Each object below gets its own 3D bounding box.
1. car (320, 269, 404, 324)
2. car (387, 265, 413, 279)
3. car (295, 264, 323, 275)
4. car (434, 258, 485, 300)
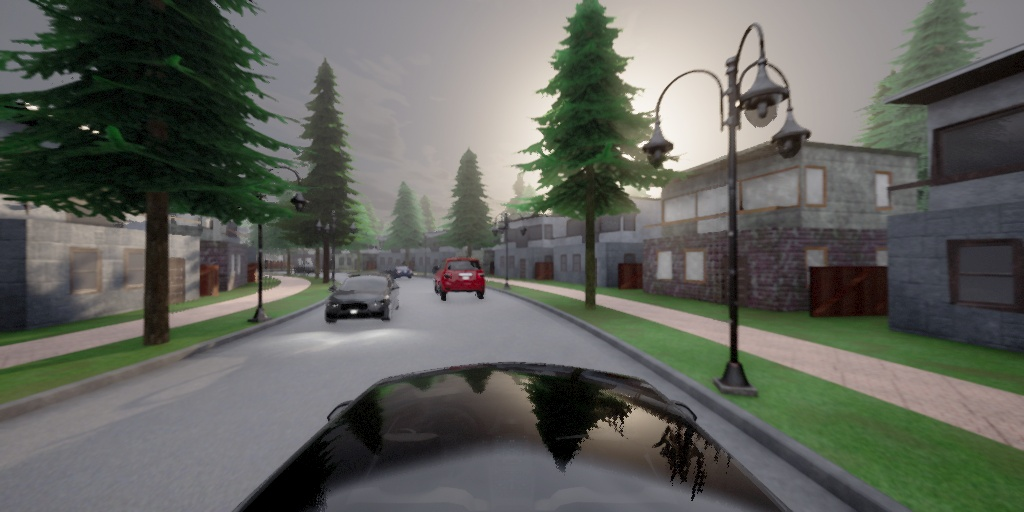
[{"bbox_3d":[-5.046,1.369,12.639,1.837,1.490,4.892,0,-1,-12],"label":"car"},{"bbox_3d":[-12.058,1.661,37.655,2.033,1.411,5.357,0,-1,-35],"label":"car"},{"bbox_3d":[-27.145,1.752,47.774,4.892,1.490,1.837,-1,-1,36],"label":"car"},{"bbox_3d":[-2.912,1.141,19.258,2.150,2.045,5.566,0,-1,-16],"label":"car"}]
